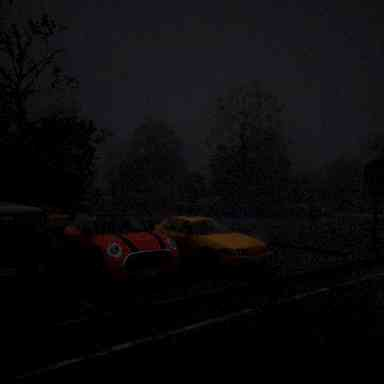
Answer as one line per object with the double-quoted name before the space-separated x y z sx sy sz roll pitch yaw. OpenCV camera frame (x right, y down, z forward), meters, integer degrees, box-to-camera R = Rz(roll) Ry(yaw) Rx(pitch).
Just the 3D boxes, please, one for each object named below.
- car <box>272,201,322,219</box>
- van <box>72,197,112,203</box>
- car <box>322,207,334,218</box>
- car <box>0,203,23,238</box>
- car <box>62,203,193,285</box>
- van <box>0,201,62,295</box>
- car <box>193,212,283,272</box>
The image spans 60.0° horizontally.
"car" 10.340 1.914 33.882 2.002 1.452 4.674 2 -1 -36
"van" -6.460 1.282 21.637 1.878 1.987 4.442 1 0 -36
"car" 12.886 1.824 35.777 2.185 1.767 4.553 2 -1 -36
"car" -11.060 1.471 18.686 1.946 1.575 5.366 0 0 -36
"car" -2.253 1.355 9.724 2.185 1.767 4.553 1 0 -36
"van" -4.764 1.245 8.014 1.878 1.987 4.442 0 0 -36
"car" 0.238 1.499 11.257 1.946 1.575 5.366 1 0 -36
